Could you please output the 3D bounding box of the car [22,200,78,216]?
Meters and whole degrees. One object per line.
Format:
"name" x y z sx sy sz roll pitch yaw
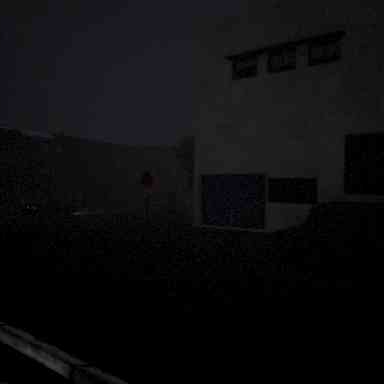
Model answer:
"car" -13.681 1.495 32.357 2.033 1.411 5.357 1 -1 27

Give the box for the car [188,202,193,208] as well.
"car" 1.254 2.034 59.853 2.097 1.767 4.553 2 0 36
